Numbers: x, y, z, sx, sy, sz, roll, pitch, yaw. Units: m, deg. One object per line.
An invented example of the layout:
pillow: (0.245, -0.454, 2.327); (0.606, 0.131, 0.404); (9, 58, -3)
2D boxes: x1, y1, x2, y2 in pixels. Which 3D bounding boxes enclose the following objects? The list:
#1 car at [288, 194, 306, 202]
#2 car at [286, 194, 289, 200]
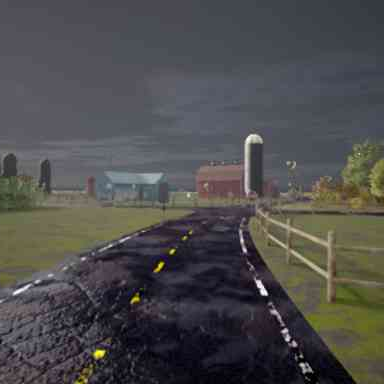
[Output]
car: (26.863, 1.736, 84.841); (2.128, 1.511, 4.902); (0, 0, 29)
car: (26.889, 1.365, 90.551); (2.128, 1.511, 4.902); (0, 0, 29)
